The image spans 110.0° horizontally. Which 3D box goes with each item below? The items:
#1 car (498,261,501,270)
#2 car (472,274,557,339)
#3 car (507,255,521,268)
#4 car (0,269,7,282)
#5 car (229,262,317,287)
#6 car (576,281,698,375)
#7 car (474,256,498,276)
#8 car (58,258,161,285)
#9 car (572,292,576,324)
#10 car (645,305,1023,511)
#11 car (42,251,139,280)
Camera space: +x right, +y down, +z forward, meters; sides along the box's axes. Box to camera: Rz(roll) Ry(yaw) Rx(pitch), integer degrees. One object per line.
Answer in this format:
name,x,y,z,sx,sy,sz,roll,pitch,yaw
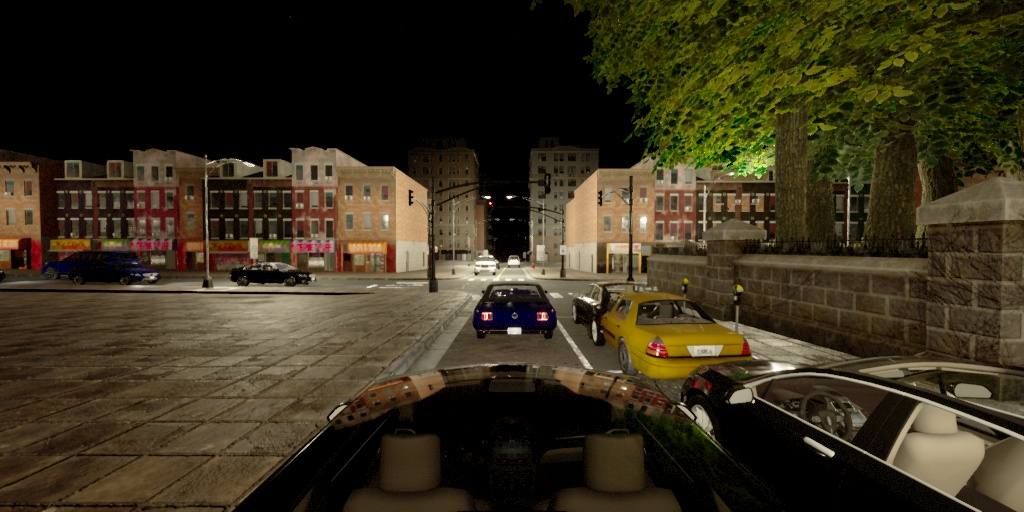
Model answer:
car,-2.651,1.322,52.743,2.033,1.411,5.357,0,0,1
car,0.071,1.349,10.046,1.895,1.301,4.718,0,0,0
car,0.374,1.009,63.714,2.150,2.045,5.566,0,0,0
car,-35.285,0.968,22.745,4.674,1.442,1.812,1,1,1
car,-15.036,1.159,22.700,4.902,1.511,2.128,1,1,0
car,2.684,1.274,7.269,1.751,1.417,4.829,0,0,0
car,-2.798,0.981,38.284,2.150,2.045,5.566,0,0,-2
car,-25.142,1.082,22.718,4.674,1.442,1.812,1,1,0
car,2.657,1.298,9.243,2.007,1.370,4.403,0,0,0
car,2.637,1.300,2.107,2.007,1.370,4.403,0,0,0
car,-29.882,0.660,25.661,5.566,2.045,2.150,1,1,0
